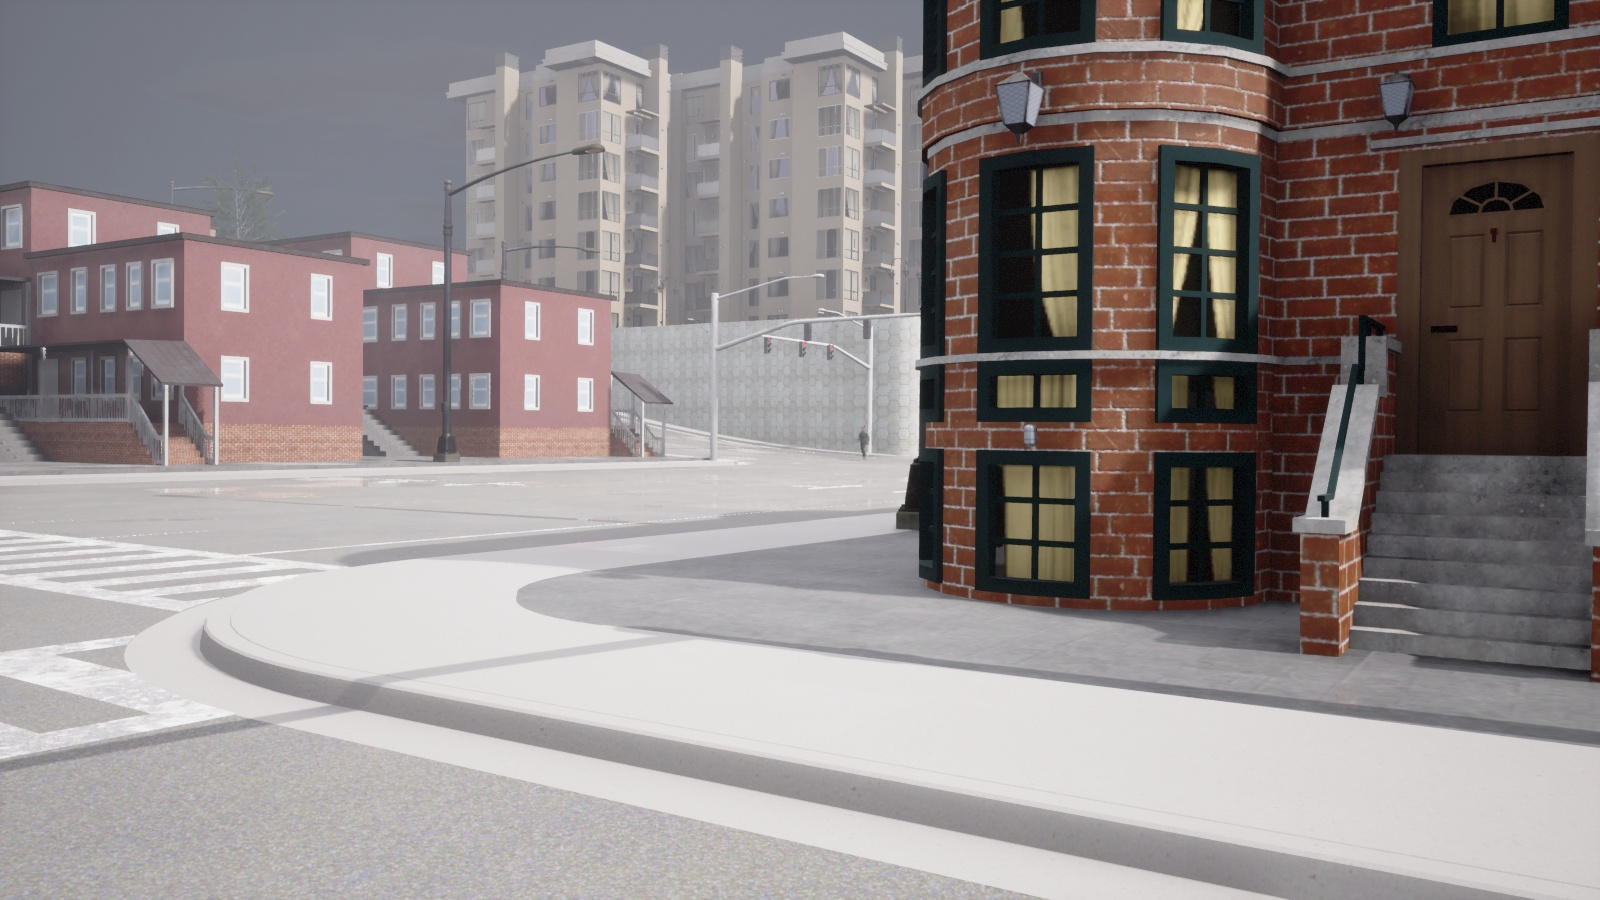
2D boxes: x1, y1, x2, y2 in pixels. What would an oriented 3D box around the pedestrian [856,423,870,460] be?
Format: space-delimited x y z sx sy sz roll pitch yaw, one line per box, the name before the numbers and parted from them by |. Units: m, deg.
pedestrian | 3.394 -0.454 67.497 0.423 1.949 0.788 0 1 34
